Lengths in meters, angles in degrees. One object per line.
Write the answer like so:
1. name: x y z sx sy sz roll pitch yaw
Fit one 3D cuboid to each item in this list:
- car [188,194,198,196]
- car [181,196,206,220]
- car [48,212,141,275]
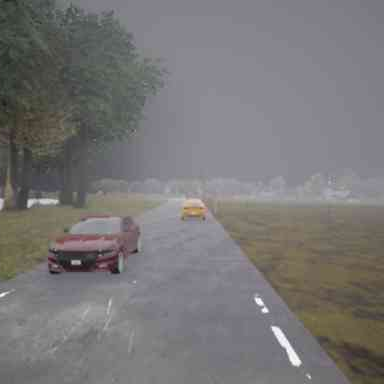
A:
1. car: 0.114 1.100 44.396 2.097 1.767 4.553 0 0 0
2. car: 0.107 1.359 27.233 1.882 1.535 5.008 0 1 0
3. car: -2.842 1.453 10.655 1.882 1.535 5.008 0 0 0
